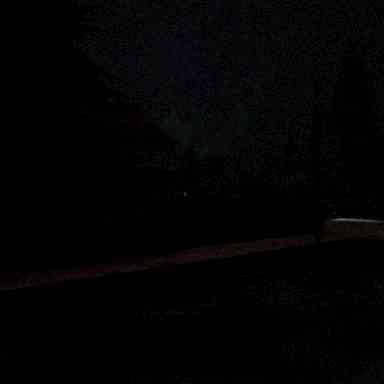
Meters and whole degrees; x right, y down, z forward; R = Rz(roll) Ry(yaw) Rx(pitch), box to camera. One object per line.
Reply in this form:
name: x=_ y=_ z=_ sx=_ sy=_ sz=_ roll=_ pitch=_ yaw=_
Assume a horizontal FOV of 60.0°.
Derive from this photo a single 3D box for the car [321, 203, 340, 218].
car: x=9.844 y=1.401 z=27.192 sx=1.994 sy=1.385 sz=4.181 roll=0 pitch=0 yaw=-36
